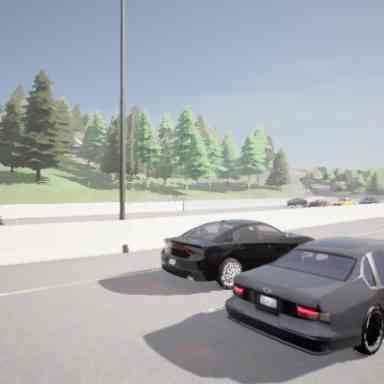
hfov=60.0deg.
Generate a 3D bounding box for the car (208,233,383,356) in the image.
[{"bbox_3d":[3.043,1.560,6.112,5.357,1.411,2.033,0,0,-37],"label":"car"}]

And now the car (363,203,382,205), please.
[{"bbox_3d":[24.773,1.460,46.066,2.097,1.767,4.553,0,0,40],"label":"car"}]

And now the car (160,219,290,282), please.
[{"bbox_3d":[1.498,1.498,9.368,5.008,1.535,1.882,0,0,-37],"label":"car"}]

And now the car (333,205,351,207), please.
[{"bbox_3d":[22.081,1.618,48.303,1.882,1.535,5.008,0,0,40],"label":"car"}]
